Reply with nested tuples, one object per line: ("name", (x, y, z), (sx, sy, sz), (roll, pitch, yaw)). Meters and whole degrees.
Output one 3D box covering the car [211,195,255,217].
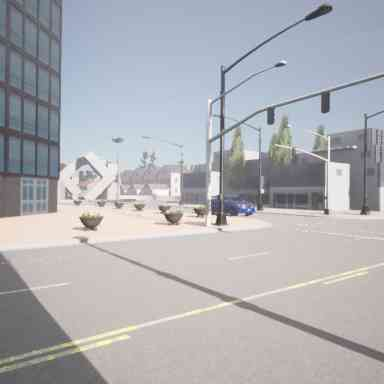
("car", (3.666, 1.308, 32.781), (2.150, 2.045, 5.566), (1, -1, -35))
